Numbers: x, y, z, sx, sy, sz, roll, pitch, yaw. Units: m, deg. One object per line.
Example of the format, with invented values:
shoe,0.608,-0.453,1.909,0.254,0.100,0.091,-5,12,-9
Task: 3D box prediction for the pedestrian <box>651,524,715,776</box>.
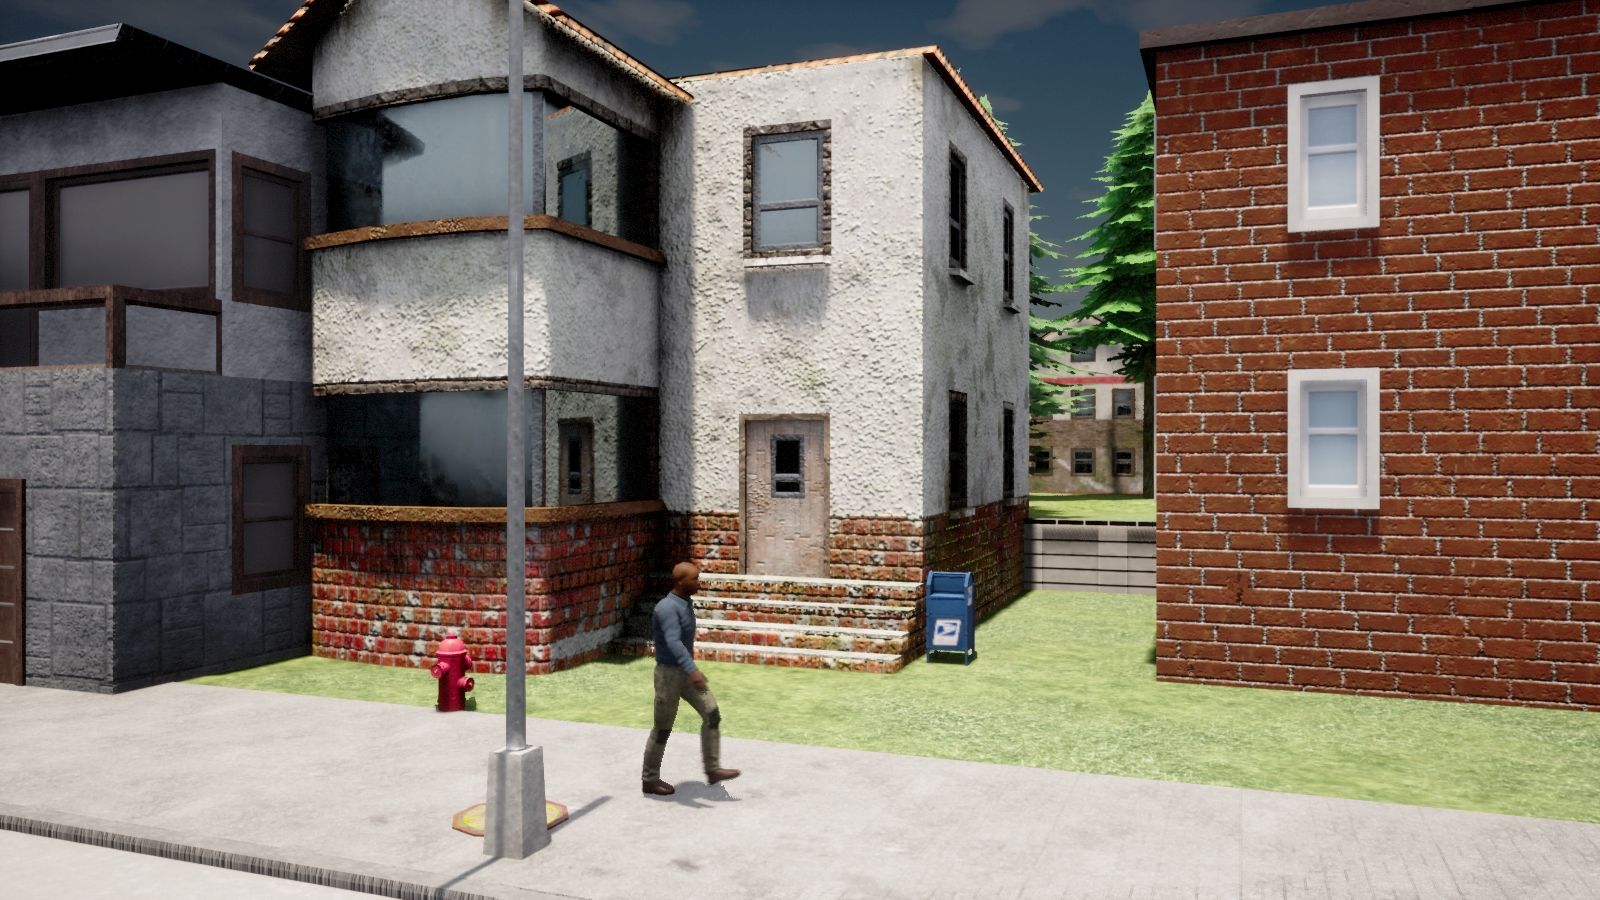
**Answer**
pedestrian,-0.898,1.516,8.816,0.375,1.860,0.375,0,0,18
